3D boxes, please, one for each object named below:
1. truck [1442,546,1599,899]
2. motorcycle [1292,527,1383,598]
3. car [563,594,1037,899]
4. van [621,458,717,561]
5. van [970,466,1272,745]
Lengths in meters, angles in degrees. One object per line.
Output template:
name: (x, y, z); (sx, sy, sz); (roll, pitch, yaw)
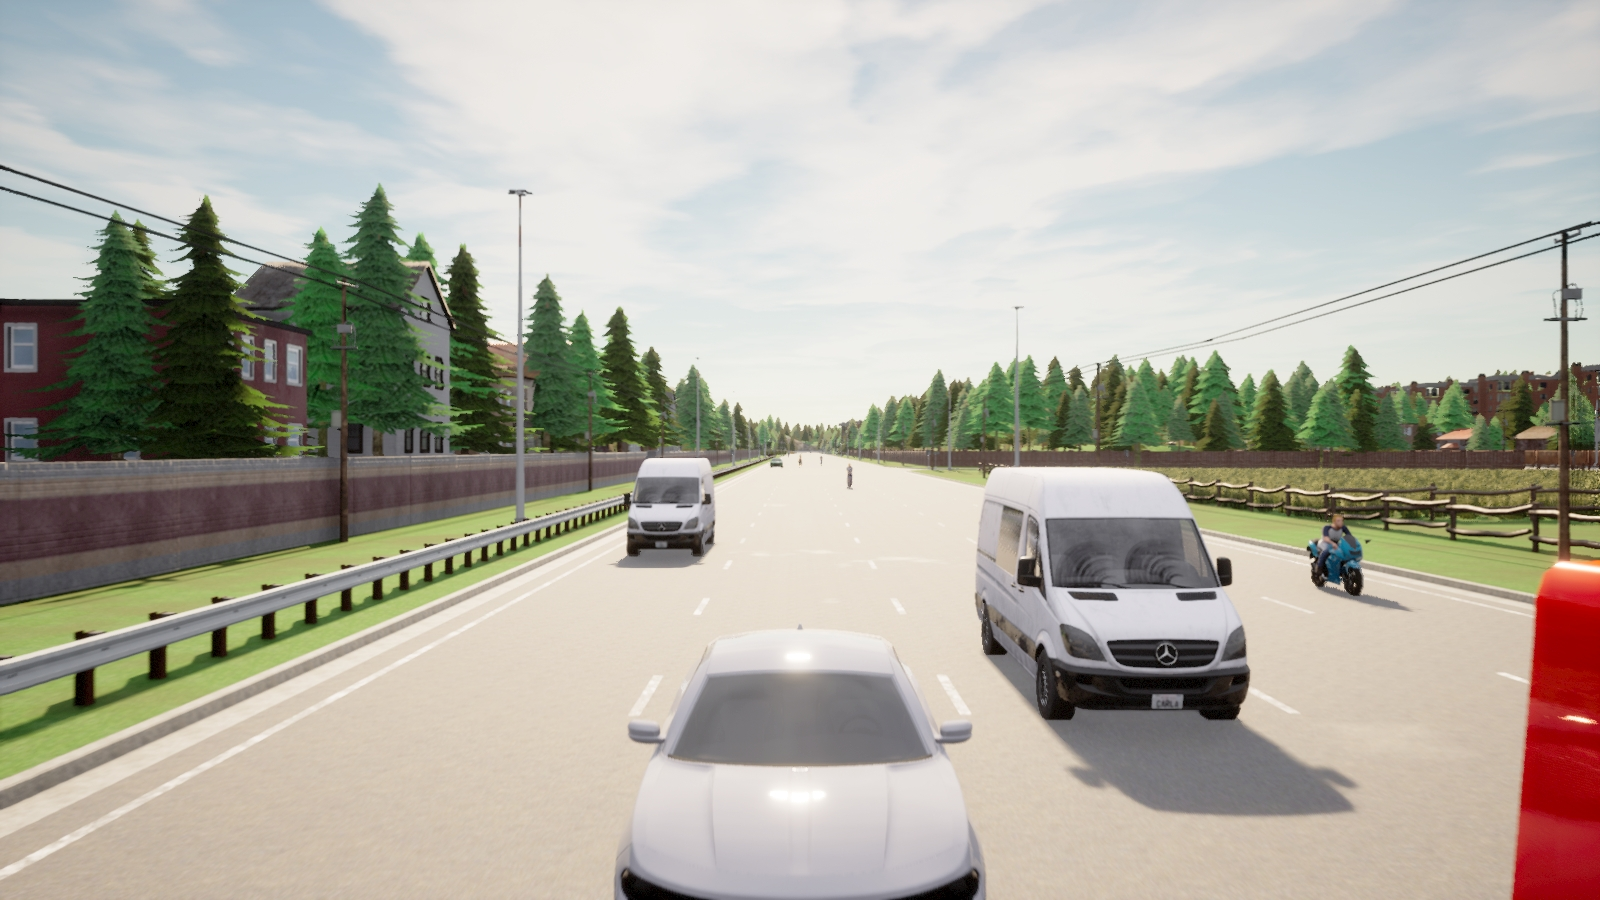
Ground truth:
truck: (3.565, 1.568, 1.446); (2.627, 2.467, 5.204); (0, 0, 1)
motorcycle: (10.480, 2.168, 22.348); (0.803, 1.199, 2.033); (0, 0, -1)
car: (0.001, 2.027, 7.556); (2.097, 1.535, 5.006); (0, 0, 0)
van: (-3.501, 1.510, 31.735); (1.988, 2.561, 5.915); (0, 0, 0)
van: (3.497, 1.523, 13.829); (1.988, 2.561, 5.915); (0, 0, 0)
